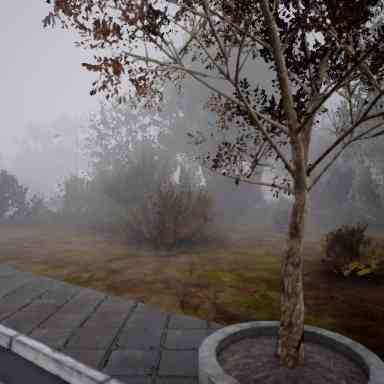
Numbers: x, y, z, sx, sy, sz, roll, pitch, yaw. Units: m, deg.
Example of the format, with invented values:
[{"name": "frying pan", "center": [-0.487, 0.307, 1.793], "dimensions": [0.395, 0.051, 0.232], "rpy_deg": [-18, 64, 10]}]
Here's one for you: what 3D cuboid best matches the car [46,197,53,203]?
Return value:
[{"name": "car", "center": [-17.699, 1.264, 42.778], "dimensions": [2.033, 1.411, 5.357], "rpy_deg": [1, 0, 32]}]
